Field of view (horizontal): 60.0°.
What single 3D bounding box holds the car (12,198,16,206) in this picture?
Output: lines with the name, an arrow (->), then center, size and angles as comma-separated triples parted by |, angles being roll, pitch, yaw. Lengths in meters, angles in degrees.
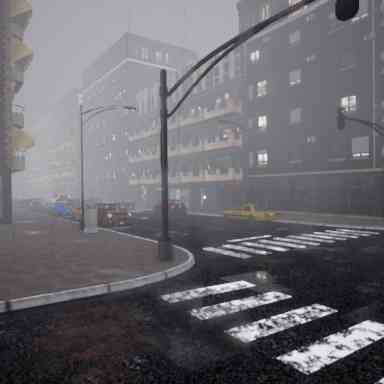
car -> -31.672, 1.781, 59.911 | 1.887, 1.381, 4.507 | -1, 1, -36

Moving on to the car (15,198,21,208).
car -> -25.222, 1.769, 50.915 | 1.947, 1.339, 4.313 | -1, 1, -36

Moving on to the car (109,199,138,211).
car -> -8.738, 1.579, 42.305 | 2.008, 1.369, 4.403 | -1, 1, -36

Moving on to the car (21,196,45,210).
car -> -22.000, 1.627, 46.417 | 1.967, 1.590, 4.097 | -1, 1, -36

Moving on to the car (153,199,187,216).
car -> -2.290, 1.439, 33.308 | 1.967, 1.590, 4.097 | -1, 1, -36

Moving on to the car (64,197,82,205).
car -> -21.638, 1.643, 60.295 | 2.008, 1.369, 4.403 | -1, 1, -36

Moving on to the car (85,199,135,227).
car -> -5.875, 1.551, 23.930 | 1.967, 1.590, 4.097 | -1, 1, -36

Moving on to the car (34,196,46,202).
car -> -37.762, 1.726, 82.784 | 1.887, 1.381, 4.507 | -1, 1, -36

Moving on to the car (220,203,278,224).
car -> 4.062, 1.496, 24.453 | 1.752, 1.417, 4.829 | -1, 1, -36

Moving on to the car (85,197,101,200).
car -> -15.190, 1.500, 51.299 | 1.967, 1.590, 4.097 | -1, 1, -36

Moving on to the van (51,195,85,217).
van -> -12.326, 1.482, 32.923 | 1.690, 1.788, 3.998 | -1, 1, -36

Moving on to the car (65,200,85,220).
car -> -9.000, 1.651, 28.289 | 1.752, 1.417, 4.829 | -1, 1, -36

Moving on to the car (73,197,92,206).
car -> -18.413, 1.641, 55.797 | 1.947, 1.339, 4.313 | -1, 1, -36
